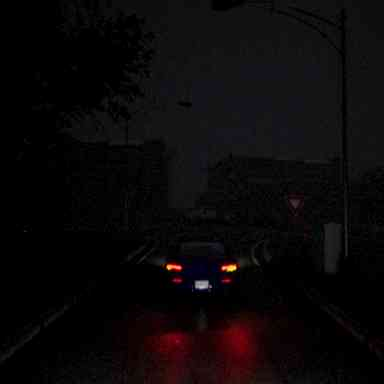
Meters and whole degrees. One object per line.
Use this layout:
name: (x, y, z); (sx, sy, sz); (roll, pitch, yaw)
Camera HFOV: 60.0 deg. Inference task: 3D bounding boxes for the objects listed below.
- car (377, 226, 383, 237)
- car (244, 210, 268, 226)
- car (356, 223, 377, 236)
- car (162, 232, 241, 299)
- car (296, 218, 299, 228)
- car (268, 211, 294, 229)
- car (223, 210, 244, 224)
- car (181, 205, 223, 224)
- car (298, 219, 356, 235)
car: (24.312, 5.138, 44.767); (2.002, 1.452, 4.674); (7, -4, -31)
car: (6.626, 3.199, 41.186); (2.185, 1.767, 4.553); (7, -4, -32)
car: (21.356, 4.842, 44.181); (2.002, 1.452, 4.674); (7, -4, -31)
car: (0.254, 1.852, 9.259); (1.812, 1.442, 4.674); (0, -2, 1)
car: (12.423, 3.917, 42.585); (1.946, 1.575, 5.366); (7, -4, -31)
car: (9.608, 3.373, 41.818); (2.435, 2.045, 5.566); (8, -4, -32)
car: (3.667, 2.942, 40.614); (2.185, 1.767, 4.553); (5, -4, -32)
car: (0.803, 2.643, 39.955); (2.435, 2.045, 5.566); (2, -3, -32)
car: (13.230, 3.472, 32.463); (5.008, 1.535, 1.882); (7, -4, -27)
